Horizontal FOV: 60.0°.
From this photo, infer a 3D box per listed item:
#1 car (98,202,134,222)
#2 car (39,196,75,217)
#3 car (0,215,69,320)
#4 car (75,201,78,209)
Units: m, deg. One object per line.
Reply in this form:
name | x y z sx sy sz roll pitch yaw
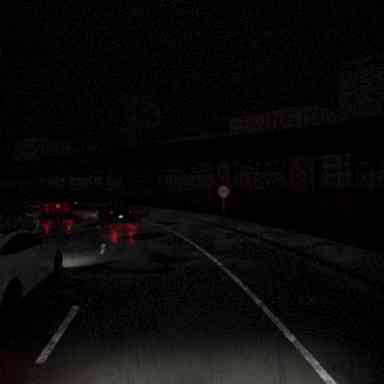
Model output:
car | -5.717 1.370 24.451 1.895 1.301 4.718 -1 1 -24
car | -11.697 1.155 28.207 2.097 1.767 4.553 -1 1 -30
car | -4.148 1.477 6.952 1.812 1.442 4.674 0 1 -8
car | -15.141 1.305 39.045 1.895 1.301 4.718 -2 1 -41
